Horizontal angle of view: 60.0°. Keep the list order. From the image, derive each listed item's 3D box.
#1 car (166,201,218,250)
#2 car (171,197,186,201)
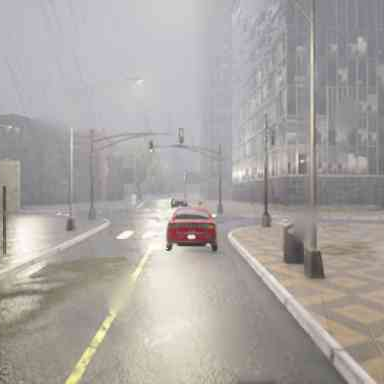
[{"bbox_3d":[0.012,1.352,13.770,1.882,1.535,5.008,0,0,1],"label":"car"},{"bbox_3d":[-1.615,1.241,39.871,1.895,1.301,4.718,0,1,-5],"label":"car"}]
